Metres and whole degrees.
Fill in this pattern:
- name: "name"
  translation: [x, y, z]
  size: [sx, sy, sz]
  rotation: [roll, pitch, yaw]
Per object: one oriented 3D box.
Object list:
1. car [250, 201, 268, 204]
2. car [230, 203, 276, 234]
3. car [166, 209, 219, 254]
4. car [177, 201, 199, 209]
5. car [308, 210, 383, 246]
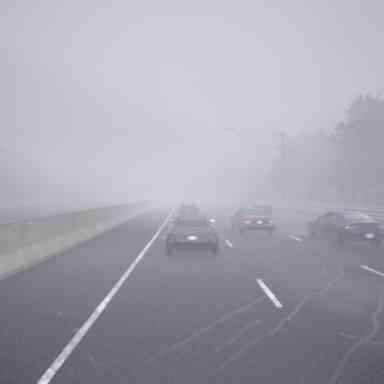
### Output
- name: "car"
  translation: [6.591, 1.630, 33.300]
  size: [1.882, 1.535, 5.008]
  rotation: [0, -1, -2]
- name: "car"
  translation: [3.411, 1.603, 19.504]
  size: [2.033, 1.411, 5.357]
  rotation: [0, 0, -1]
- name: "car"
  translation: [-0.006, 1.593, 13.699]
  size: [1.994, 1.385, 4.181]
  rotation: [0, 0, -1]
- name: "car"
  translation: [-0.358, 1.633, 31.362]
  size: [2.128, 1.511, 4.902]
  rotation: [0, 0, -2]
- name: "car"
  translation: [6.972, 1.559, 15.421]
  size: [1.812, 1.442, 4.674]
  rotation: [0, 0, -1]
